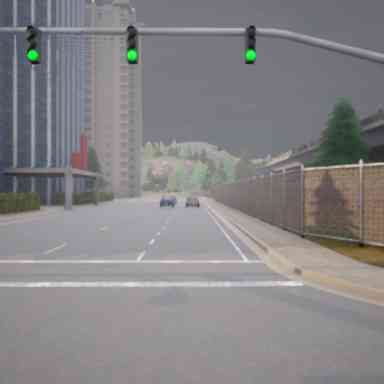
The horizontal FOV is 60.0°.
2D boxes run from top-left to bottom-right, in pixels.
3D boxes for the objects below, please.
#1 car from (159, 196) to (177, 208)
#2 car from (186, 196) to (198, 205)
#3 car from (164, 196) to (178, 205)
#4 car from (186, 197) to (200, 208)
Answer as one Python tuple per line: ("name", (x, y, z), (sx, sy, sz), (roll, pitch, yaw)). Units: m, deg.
("car", (-3.391, 1.340, 46.117), (1.882, 1.535, 5.008), (0, 0, 0))
("car", (0.014, 1.440, 56.471), (1.895, 1.301, 4.718), (0, 0, 0))
("car", (-3.485, 1.385, 56.335), (2.033, 1.411, 5.357), (0, 0, 0))
("car", (0.111, 1.427, 46.508), (1.994, 1.385, 4.181), (0, 0, 0))
